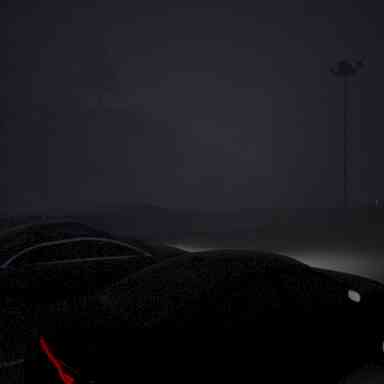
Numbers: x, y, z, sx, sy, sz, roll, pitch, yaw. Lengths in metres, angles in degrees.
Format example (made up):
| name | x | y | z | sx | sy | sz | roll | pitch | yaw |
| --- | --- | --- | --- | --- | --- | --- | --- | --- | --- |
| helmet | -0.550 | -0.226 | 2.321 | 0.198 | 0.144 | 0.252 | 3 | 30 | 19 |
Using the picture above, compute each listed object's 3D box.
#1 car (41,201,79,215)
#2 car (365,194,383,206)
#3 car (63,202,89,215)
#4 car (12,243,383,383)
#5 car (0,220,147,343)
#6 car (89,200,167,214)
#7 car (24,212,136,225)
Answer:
| name | x | y | z | sx | sy | sz | roll | pitch | yaw |
| --- | --- | --- | --- | --- | --- | --- | --- | --- | --- |
| car | -10.730 | 1.505 | 30.280 | 5.357 | 1.411 | 2.033 | 0 | 0 | -32 |
| car | 27.775 | 1.294 | 47.852 | 5.566 | 2.045 | 2.150 | 0 | 0 | -17 |
| car | -6.675 | 1.572 | 24.552 | 4.718 | 1.301 | 1.895 | 0 | 0 | -32 |
| car | 0.739 | 1.478 | 4.112 | 5.008 | 1.535 | 1.882 | 0 | 0 | -34 |
| car | -2.070 | 1.482 | 6.430 | 4.902 | 1.511 | 2.128 | 0 | 0 | -34 |
| car | -3.913 | 1.472 | 22.122 | 4.902 | 1.511 | 2.128 | 0 | 0 | -31 |
| car | -3.537 | 1.511 | 9.654 | 4.674 | 1.442 | 1.812 | 0 | 0 | -34 |
